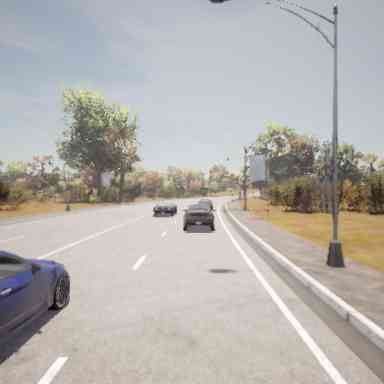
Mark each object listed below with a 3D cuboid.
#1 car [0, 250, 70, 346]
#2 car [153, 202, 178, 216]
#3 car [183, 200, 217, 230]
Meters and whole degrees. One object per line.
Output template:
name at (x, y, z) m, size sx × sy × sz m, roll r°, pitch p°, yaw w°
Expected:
car at (-3.374, 1.522, 4.776) m, size 1.812 × 1.442 × 4.674 m, roll 0°, pitch 0°, yaw 0°
car at (-2.501, 1.600, 32.616) m, size 1.895 × 1.301 × 4.718 m, roll 0°, pitch 0°, yaw 3°
car at (0.468, 1.507, 21.115) m, size 1.837 × 1.490 × 4.892 m, roll 0°, pitch 0°, yaw 2°
